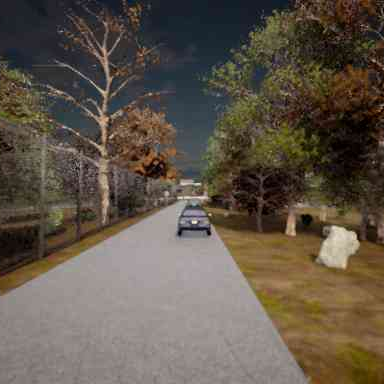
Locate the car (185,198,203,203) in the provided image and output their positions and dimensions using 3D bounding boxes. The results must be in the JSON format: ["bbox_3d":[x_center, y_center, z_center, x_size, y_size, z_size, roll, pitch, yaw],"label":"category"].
[{"bbox_3d":[0.247,1.484,40.409,2.097,1.767,4.553,0,0,1],"label":"car"}]

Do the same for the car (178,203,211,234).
[{"bbox_3d":[0.144,1.602,19.474,2.033,1.411,5.357,0,0,0],"label":"car"}]
